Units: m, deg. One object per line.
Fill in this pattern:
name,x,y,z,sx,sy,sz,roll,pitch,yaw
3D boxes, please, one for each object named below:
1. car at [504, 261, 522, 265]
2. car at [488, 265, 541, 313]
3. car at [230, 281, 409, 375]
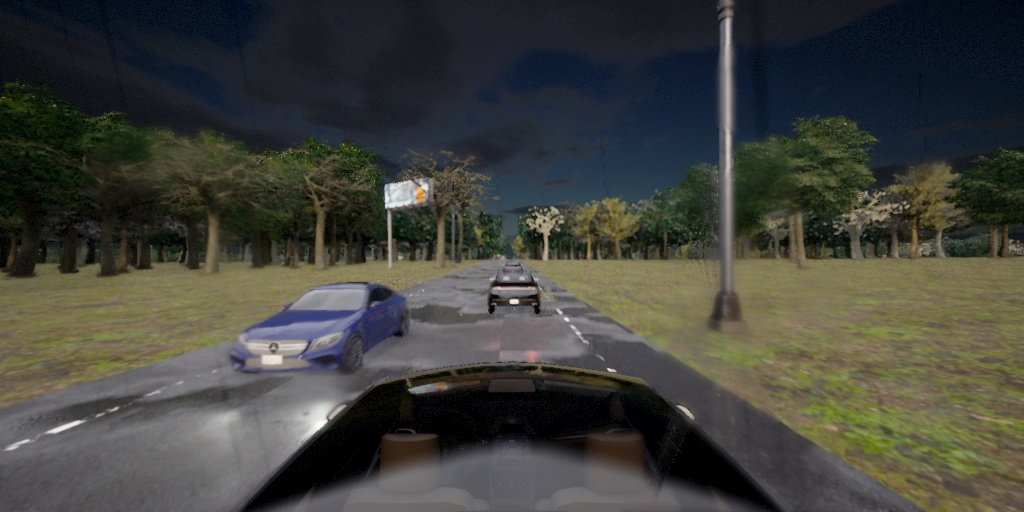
car,0.095,1.221,35.408,2.128,1.511,4.902,0,1,0
car,0.086,1.290,14.206,2.128,1.511,4.902,0,0,0
car,-3.581,1.307,7.700,1.812,1.442,4.674,0,0,0
